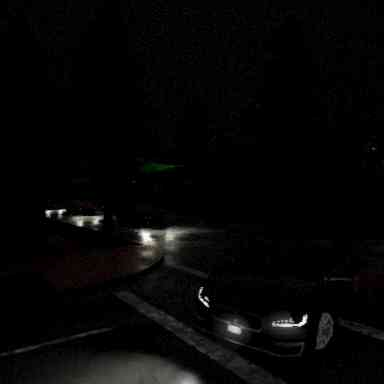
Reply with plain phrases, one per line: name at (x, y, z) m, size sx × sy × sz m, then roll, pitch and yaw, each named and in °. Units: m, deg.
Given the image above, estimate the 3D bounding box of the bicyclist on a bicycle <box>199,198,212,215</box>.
bicyclist on a bicycle at (1.294, 1.388, 31.589) m, size 1.656 × 1.620 × 0.582 m, roll 0°, pitch 0°, yaw -36°

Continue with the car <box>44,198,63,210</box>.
car at (-18.623, 1.561, 43.956) m, size 1.812 × 1.442 × 4.674 m, roll 0°, pitch 0°, yaw -36°

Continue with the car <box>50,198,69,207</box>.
car at (-21.860, 1.656, 54.707) m, size 1.895 × 1.301 × 4.718 m, roll 0°, pitch 0°, yaw -36°

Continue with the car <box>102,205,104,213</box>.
car at (-8.083, 1.583, 35.593) m, size 1.812 × 1.442 × 4.674 m, roll 0°, pitch 0°, yaw -36°

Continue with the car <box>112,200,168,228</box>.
car at (-3.509, 1.514, 22.880) m, size 1.882 × 1.535 × 5.008 m, roll 0°, pitch 0°, yaw -36°

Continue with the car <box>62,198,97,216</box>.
car at (-11.210, 1.514, 33.595) m, size 1.882 × 1.535 × 5.008 m, roll 0°, pitch 0°, yaw -36°

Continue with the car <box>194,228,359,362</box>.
car at (1.920, 1.533, 6.304) m, size 1.837 × 1.490 × 4.892 m, roll 4°, pitch 2°, yaw 34°
